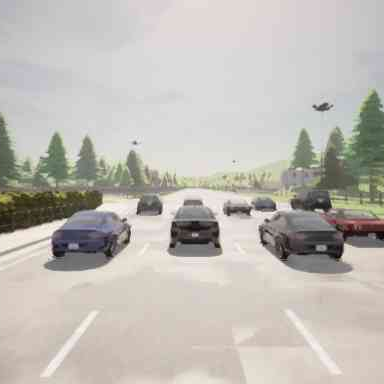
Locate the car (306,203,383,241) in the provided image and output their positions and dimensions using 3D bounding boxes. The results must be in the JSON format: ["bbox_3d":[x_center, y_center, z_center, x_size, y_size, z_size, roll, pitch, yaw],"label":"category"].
[{"bbox_3d":[7.109,1.391,15.351,1.895,1.301,4.718,0,1,0],"label":"car"}]

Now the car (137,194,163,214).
[{"bbox_3d":[-3.625,0.950,29.360,2.097,1.767,4.553,0,1,-3],"label":"car"}]

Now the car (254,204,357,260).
[{"bbox_3d":[3.608,1.367,11.578,1.812,1.442,4.674,0,1,0],"label":"car"}]

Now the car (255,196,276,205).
[{"bbox_3d":[7.116,1.107,33.617,1.994,1.385,4.181,0,1,0],"label":"car"}]

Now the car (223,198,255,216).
[{"bbox_3d":[3.609,1.227,27.449,1.895,1.301,4.718,0,1,0],"label":"car"}]

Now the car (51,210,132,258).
[{"bbox_3d":[-3.395,1.362,11.842,1.812,1.442,4.674,0,1,0],"label":"car"}]

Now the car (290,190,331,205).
[{"bbox_3d":[10.615,0.814,30.076,2.150,2.045,5.566,0,1,0],"label":"car"}]

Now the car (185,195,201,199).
[{"bbox_3d":[0.115,1.048,32.545,2.128,1.511,4.902,0,1,0],"label":"car"}]

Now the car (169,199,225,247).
[{"bbox_3d":[0.108,1.286,13.949,1.882,1.535,5.008,0,1,0],"label":"car"}]
